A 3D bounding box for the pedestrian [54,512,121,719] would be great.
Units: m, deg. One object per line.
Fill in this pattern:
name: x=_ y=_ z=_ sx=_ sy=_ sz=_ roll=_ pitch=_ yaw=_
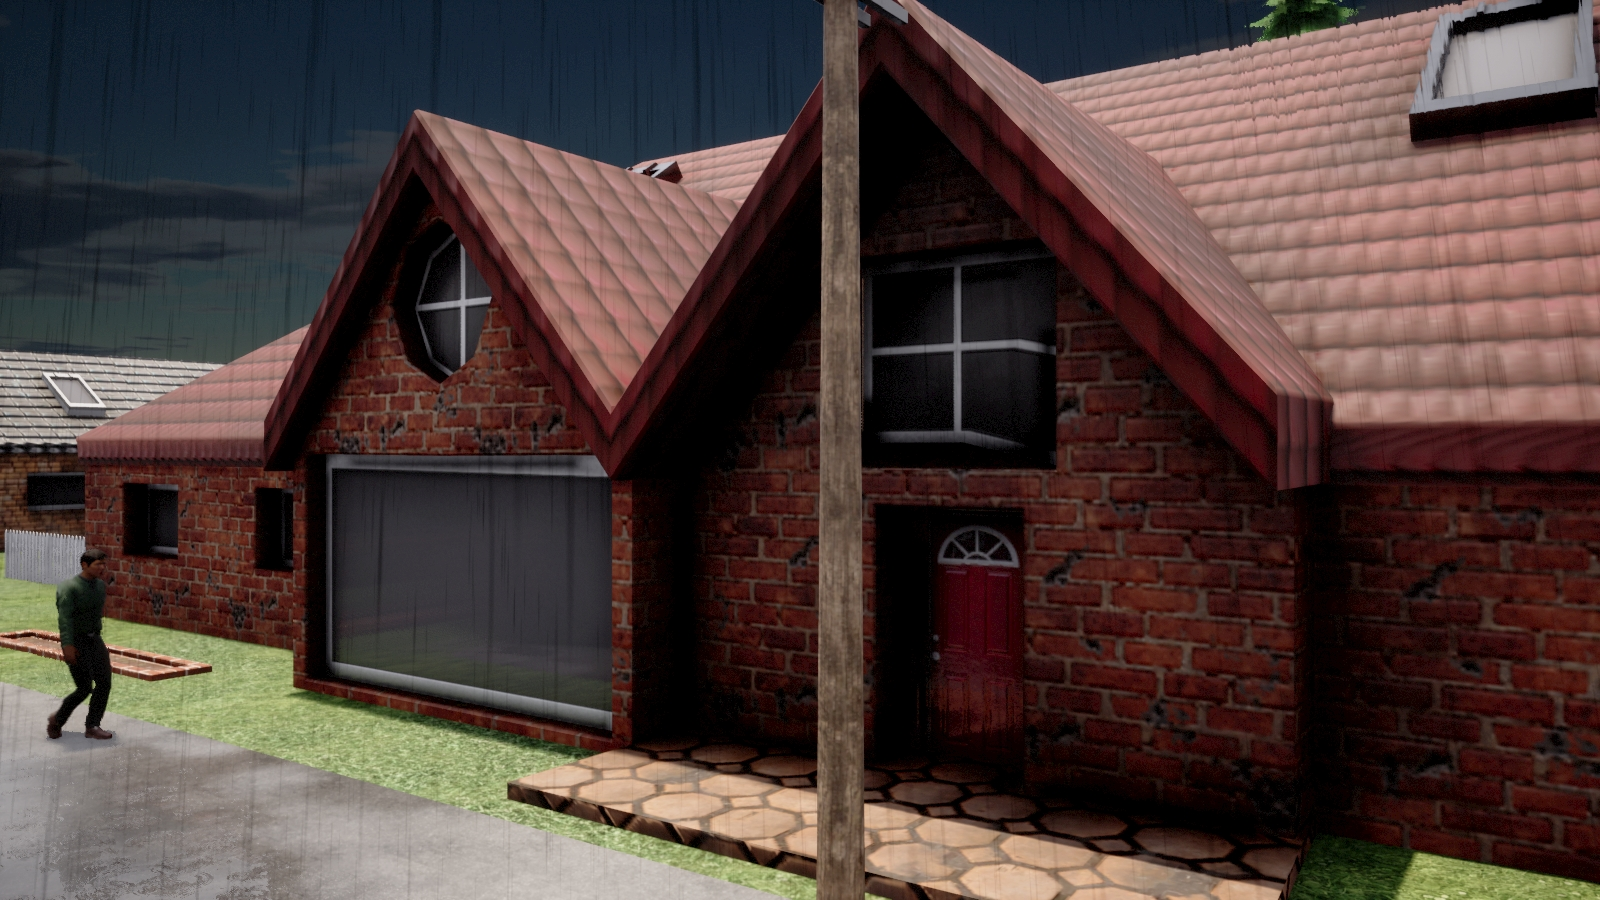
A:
pedestrian: x=-6.631 y=1.523 z=10.635 sx=0.375 sy=1.860 sz=0.375 roll=0 pitch=0 yaw=17
